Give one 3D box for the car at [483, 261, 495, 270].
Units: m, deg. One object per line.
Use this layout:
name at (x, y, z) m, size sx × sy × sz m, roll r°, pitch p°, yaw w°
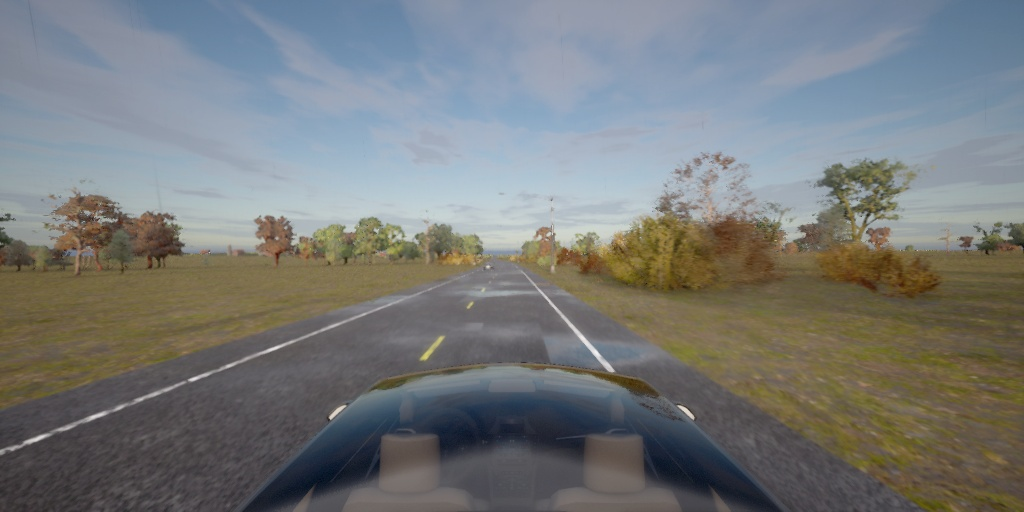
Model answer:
car at (-3.872, 1.638, 60.369) m, size 2.128 × 1.511 × 4.902 m, roll 0°, pitch 0°, yaw 0°
